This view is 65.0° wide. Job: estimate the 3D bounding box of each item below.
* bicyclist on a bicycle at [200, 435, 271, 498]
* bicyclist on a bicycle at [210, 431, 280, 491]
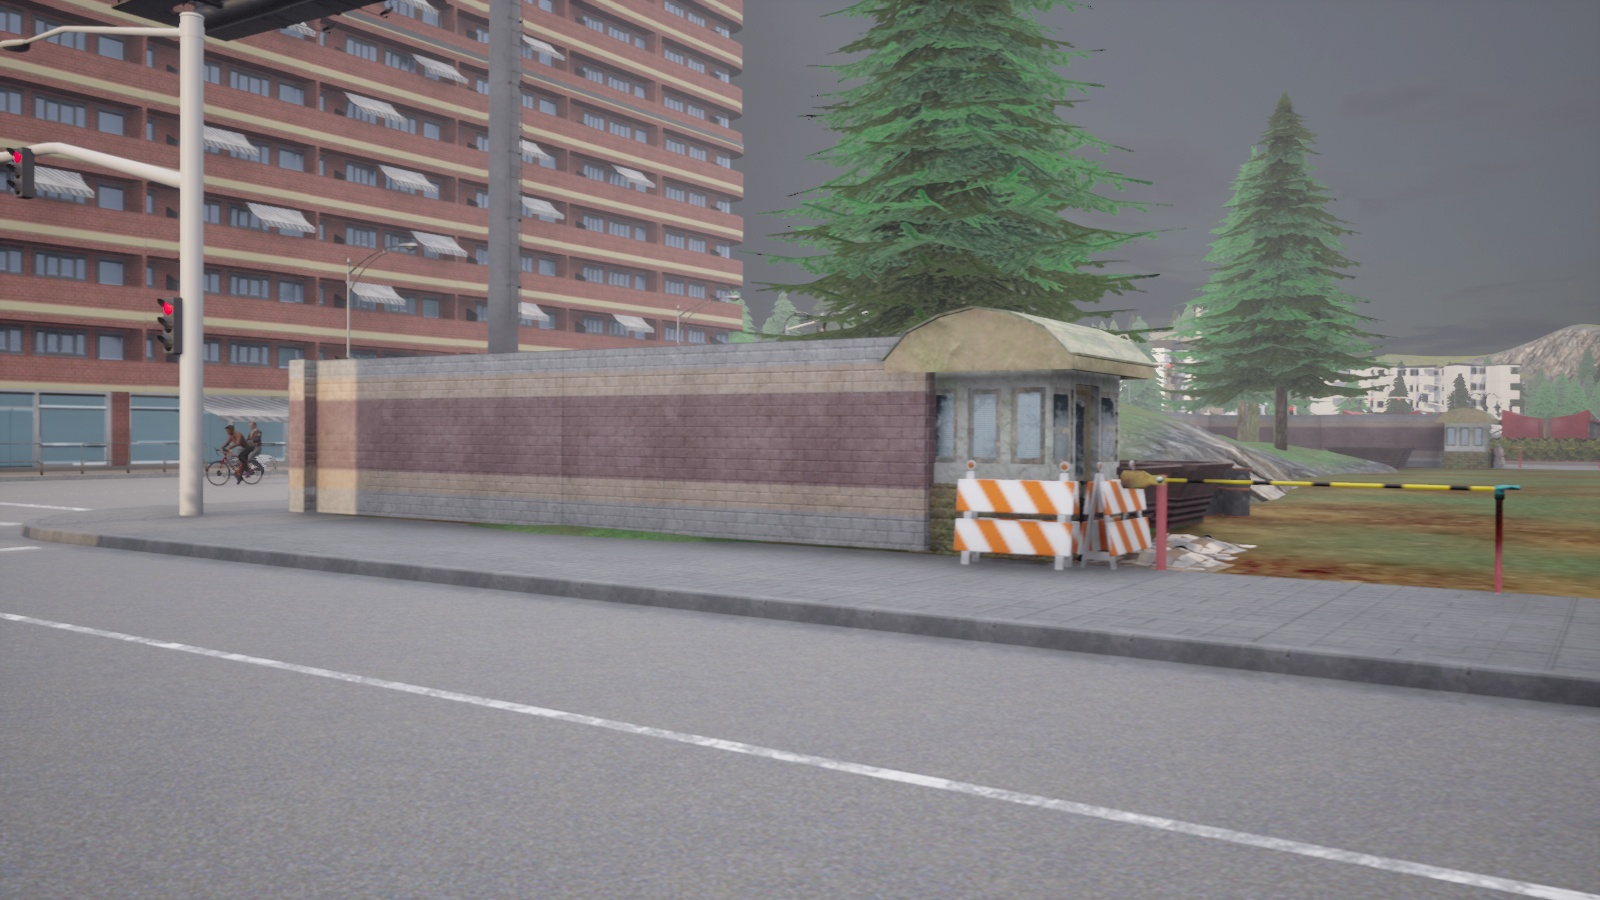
[{"bbox_3d":[-15.168,0.430,33.779,0.582,1.620,1.656,0,1,33],"label":"bicyclist on a bicycle"},{"bbox_3d":[-16.687,0.315,37.819,0.659,1.776,1.843,0,1,34],"label":"bicyclist on a bicycle"}]
